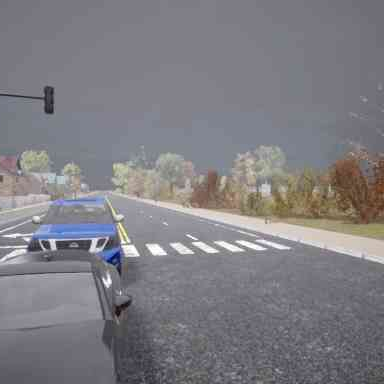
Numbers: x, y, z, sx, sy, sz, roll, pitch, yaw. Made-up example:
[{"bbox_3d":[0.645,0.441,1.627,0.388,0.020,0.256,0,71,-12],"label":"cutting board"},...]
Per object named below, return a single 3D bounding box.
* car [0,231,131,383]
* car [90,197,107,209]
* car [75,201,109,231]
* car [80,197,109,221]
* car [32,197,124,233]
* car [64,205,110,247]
[{"bbox_3d":[-1.740,1.524,3.956,1.812,1.442,4.674,0,0,-12],"label":"car"},{"bbox_3d":[-12.791,1.455,45.463,2.128,1.511,4.902,0,0,-15],"label":"car"},{"bbox_3d":[-6.505,1.468,21.889,1.882,1.535,5.008,0,0,-15],"label":"car"},{"bbox_3d":[-8.033,1.337,27.631,2.097,1.767,4.553,0,0,-15],"label":"car"},{"bbox_3d":[-3.345,1.218,10.054,2.150,2.045,5.566,0,0,-15],"label":"car"},{"bbox_3d":[-4.968,1.498,16.135,1.837,1.490,4.892,0,0,-15],"label":"car"}]
